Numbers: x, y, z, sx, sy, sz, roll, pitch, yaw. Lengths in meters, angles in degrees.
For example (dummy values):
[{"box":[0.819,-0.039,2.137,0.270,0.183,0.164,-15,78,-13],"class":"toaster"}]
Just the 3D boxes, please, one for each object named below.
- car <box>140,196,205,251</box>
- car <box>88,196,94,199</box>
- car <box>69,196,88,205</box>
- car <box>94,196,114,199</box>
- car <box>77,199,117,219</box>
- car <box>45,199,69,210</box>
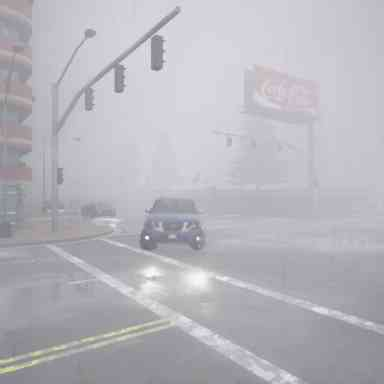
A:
[{"box":[-0.724,1.226,14.476,2.150,2.045,5.566,1,0,-1],"class":"car"},{"box":[-19.983,1.484,64.035,1.882,1.535,5.008,0,0,-36],"class":"car"},{"box":[-20.565,1.569,58.852,1.994,1.385,4.181,0,0,-36],"class":"car"},{"box":[-14.495,1.511,56.406,1.837,1.490,4.892,0,0,-36],"class":"car"},{"box":[-8.277,1.567,29.438,1.994,1.385,4.181,0,0,-36],"class":"car"},{"box":[-17.657,1.566,42.493,1.994,1.385,4.181,0,0,-36],"class":"car"}]
